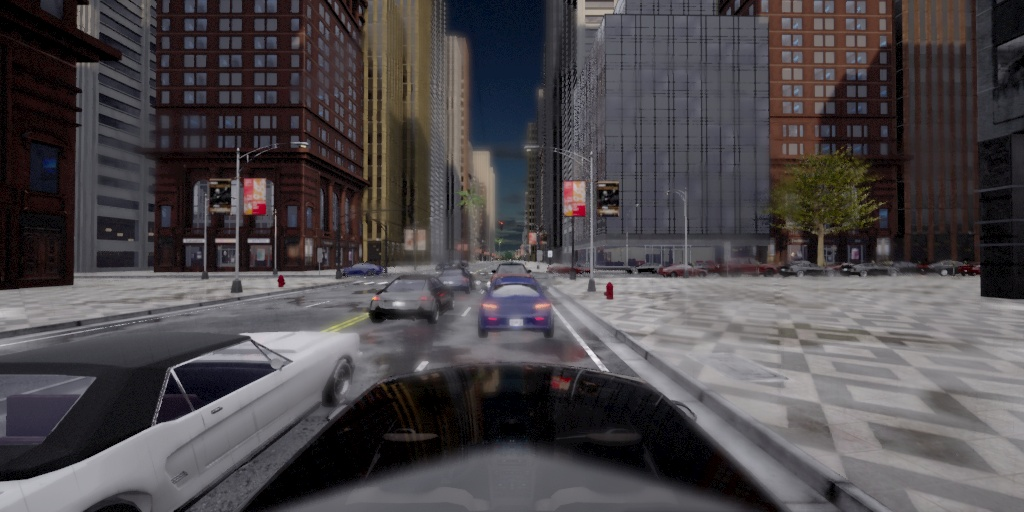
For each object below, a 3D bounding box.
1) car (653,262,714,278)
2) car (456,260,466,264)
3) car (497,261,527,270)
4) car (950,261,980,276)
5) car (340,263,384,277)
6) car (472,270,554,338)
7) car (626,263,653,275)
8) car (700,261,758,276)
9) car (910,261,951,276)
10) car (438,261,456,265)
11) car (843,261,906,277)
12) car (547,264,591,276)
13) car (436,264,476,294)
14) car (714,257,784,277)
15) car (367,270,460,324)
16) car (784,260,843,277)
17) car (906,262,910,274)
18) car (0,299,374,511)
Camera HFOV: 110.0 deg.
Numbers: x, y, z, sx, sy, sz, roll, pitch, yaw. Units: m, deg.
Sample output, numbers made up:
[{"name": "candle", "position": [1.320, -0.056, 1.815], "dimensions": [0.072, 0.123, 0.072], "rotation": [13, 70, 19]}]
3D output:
[{"name": "car", "position": [15.279, 1.325, 32.129], "dimensions": [4.207, 1.307, 1.802], "rotation": [0, 0, -1]}, {"name": "car", "position": [-9.893, 1.543, 63.103], "dimensions": [2.128, 1.511, 4.902], "rotation": [0, 0, 0]}, {"name": "car", "position": [-0.021, 1.135, 19.080], "dimensions": [2.097, 1.767, 4.553], "rotation": [0, 0, 0]}, {"name": "car", "position": [43.467, 1.211, 32.602], "dimensions": [4.507, 1.381, 1.888], "rotation": [0, 0, -1]}, {"name": "car", "position": [-15.732, 1.450, 37.340], "dimensions": [4.674, 1.442, 1.812], "rotation": [-1, -1, 0]}, {"name": "car", "position": [0.094, 1.284, 10.095], "dimensions": [1.812, 1.442, 4.674], "rotation": [0, 0, 0]}, {"name": "car", "position": [15.138, 1.410, 40.652], "dimensions": [4.313, 1.339, 1.948], "rotation": [0, 0, -1]}, {"name": "car", "position": [22.935, 1.264, 38.032], "dimensions": [5.008, 1.535, 1.882], "rotation": [0, -1, -1]}, {"name": "car", "position": [42.758, 1.203, 35.215], "dimensions": [4.892, 1.490, 1.837], "rotation": [0, -1, -1]}, {"name": "car", "position": [-9.904, 1.543, 52.818], "dimensions": [1.994, 1.385, 4.181], "rotation": [0, 0, 0]}, {"name": "car", "position": [32.192, 1.257, 32.412], "dimensions": [4.313, 1.339, 1.948], "rotation": [0, 0, -1]}, {"name": "car", "position": [6.139, 1.452, 38.366], "dimensions": [4.718, 1.301, 1.895], "rotation": [0, -1, 8]}, {"name": "car", "position": [-3.174, 1.352, 20.473], "dimensions": [1.994, 1.385, 4.181], "rotation": [0, 0, 0]}, {"name": "car", "position": [20.918, 1.039, 32.224], "dimensions": [5.009, 1.841, 2.192], "rotation": [0, 0, -1]}, {"name": "car", "position": [-3.164, 1.326, 12.085], "dimensions": [1.994, 1.385, 4.181], "rotation": [0, 0, 0]}, {"name": "car", "position": [26.555, 1.273, 32.318], "dimensions": [4.313, 1.339, 1.948], "rotation": [0, 0, -1]}, {"name": "car", "position": [41.049, 1.303, 38.296], "dimensions": [4.181, 1.385, 1.994], "rotation": [0, -1, 0]}, {"name": "car", "position": [-3.155, 1.351, 3.262], "dimensions": [1.895, 1.301, 4.718], "rotation": [0, 0, 0]}]
